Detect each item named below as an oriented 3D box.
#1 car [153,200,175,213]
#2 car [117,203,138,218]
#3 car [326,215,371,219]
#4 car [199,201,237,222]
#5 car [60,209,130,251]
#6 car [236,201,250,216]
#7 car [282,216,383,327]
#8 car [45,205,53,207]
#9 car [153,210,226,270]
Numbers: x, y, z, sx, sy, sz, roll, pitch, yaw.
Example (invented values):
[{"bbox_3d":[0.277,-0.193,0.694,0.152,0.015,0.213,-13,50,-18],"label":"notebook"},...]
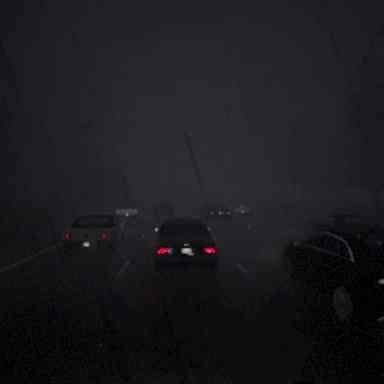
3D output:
[{"bbox_3d":[-2.917,1.554,33.858,1.882,1.535,5.008,0,0,-10],"label":"car"},{"bbox_3d":[-5.962,1.678,30.990,1.895,1.301,4.718,0,0,-9],"label":"car"},{"bbox_3d":[6.493,1.616,14.345,1.895,1.301,4.718,0,0,-4],"label":"car"},{"bbox_3d":[1.739,1.598,26.717,2.033,1.411,5.357,0,0,-8],"label":"car"},{"bbox_3d":[-4.035,1.640,14.421,1.895,1.301,4.718,0,0,-4],"label":"car"},{"bbox_3d":[4.331,1.584,32.960,1.812,1.442,4.674,0,0,-9],"label":"car"},{"bbox_3d":[3.375,1.498,7.014,2.128,1.511,4.902,0,0,-2],"label":"car"},{"bbox_3d":[-21.053,1.362,50.874,2.150,2.045,5.566,0,0,-15],"label":"car"},{"bbox_3d":[-0.284,1.571,11.074,2.033,1.411,5.357,0,0,-3],"label":"car"}]
